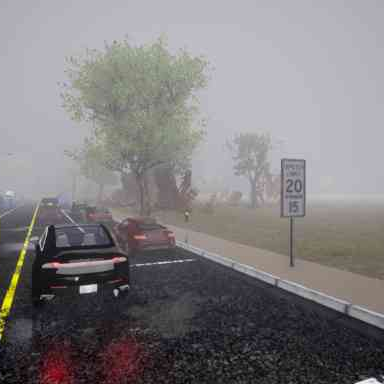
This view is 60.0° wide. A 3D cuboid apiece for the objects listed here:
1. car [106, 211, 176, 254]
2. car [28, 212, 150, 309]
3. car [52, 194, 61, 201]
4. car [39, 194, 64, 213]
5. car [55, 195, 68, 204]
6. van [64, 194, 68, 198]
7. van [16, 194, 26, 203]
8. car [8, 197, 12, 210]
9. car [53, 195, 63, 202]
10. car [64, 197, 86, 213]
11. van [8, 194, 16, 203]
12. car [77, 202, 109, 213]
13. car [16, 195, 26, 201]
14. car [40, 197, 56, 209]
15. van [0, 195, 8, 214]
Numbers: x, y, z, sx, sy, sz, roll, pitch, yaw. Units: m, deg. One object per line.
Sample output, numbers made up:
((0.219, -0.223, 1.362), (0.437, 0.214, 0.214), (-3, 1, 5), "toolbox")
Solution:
((-1.940, 1.569, 12.650), (1.802, 1.307, 4.206), (-1, 0, -24), "car")
((-2.817, 1.486, 8.058), (2.128, 1.511, 4.902), (0, 0, -24), "car")
((-33.919, 1.389, 83.331), (1.967, 1.590, 4.097), (-1, 0, -24), "car")
((-15.404, 1.331, 36.131), (2.097, 1.767, 4.553), (0, 0, -24), "car")
((-24.816, 1.401, 63.121), (1.967, 1.590, 4.097), (-1, 0, -24), "car")
((-22.542, 1.304, 58.068), (1.690, 1.788, 3.998), (-1, 0, -24), "van")
((-36.515, 1.313, 69.904), (1.690, 1.788, 3.998), (-1, 0, -24), "van")
((-22.842, 1.570, 39.554), (1.802, 1.307, 4.206), (-1, 0, -24), "car")
((-31.642, 1.517, 78.280), (1.947, 1.339, 4.313), (-1, 0, -24), "car")
((-11.161, 1.527, 32.808), (2.008, 1.369, 4.403), (-1, 0, -24), "car")
((-25.124, 1.327, 44.611), (1.690, 1.788, 3.998), (-1, 0, -24), "van")
((-6.525, 1.563, 22.742), (1.802, 1.307, 4.206), (-1, 0, -24), "car")
((-41.070, 1.511, 80.022), (1.887, 1.381, 4.507), (-1, 0, -24), "car")
((-19.669, 1.452, 45.472), (1.882, 1.535, 5.008), (0, 0, -24), "car")
((-20.567, 1.332, 34.495), (1.690, 1.788, 3.998), (-1, 0, -24), "van")
